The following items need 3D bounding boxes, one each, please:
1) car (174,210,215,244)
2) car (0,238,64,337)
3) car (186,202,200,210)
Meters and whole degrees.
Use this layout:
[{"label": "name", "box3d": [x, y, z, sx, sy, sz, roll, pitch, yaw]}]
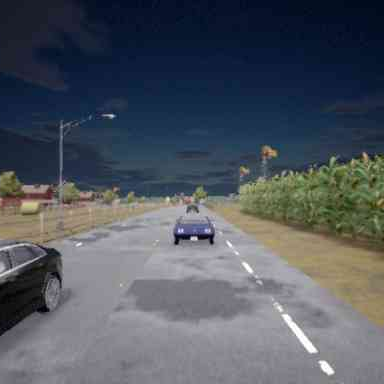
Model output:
[{"label": "car", "box3d": [0.101, 1.817, 17.129, 1.895, 1.301, 4.718, 0, -1, 0]}, {"label": "car", "box3d": [-3.598, 1.551, 5.072, 2.128, 1.511, 4.902, 0, -1, 0]}, {"label": "car", "box3d": [0.102, 2.445, 53.012, 1.837, 1.490, 4.892, 0, -1, 0]}]
